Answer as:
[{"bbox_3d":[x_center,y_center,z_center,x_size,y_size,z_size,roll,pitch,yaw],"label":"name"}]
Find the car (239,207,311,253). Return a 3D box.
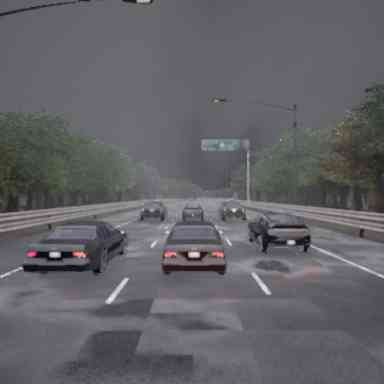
[{"bbox_3d":[3.584,1.623,14.412,2.128,1.511,4.902,0,-1,0],"label":"car"}]

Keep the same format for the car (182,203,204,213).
[{"bbox_3d":[0.092,1.782,30.721,2.128,1.511,4.902,0,-1,0],"label":"car"}]

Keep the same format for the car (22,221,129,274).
[{"bbox_3d":[-3.432,1.647,10.872,2.033,1.411,5.357,0,0,0],"label":"car"}]

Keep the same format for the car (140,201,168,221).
[{"bbox_3d":[-3.410,1.640,30.473,2.097,1.767,4.553,0,-1,0],"label":"car"}]

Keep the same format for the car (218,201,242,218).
[{"bbox_3d":[3.590,1.639,30.478,2.097,1.767,4.553,0,-1,0],"label":"car"}]

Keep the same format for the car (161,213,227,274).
[{"bbox_3d":[0.069,1.647,10.877,2.033,1.411,5.357,0,0,0],"label":"car"}]
